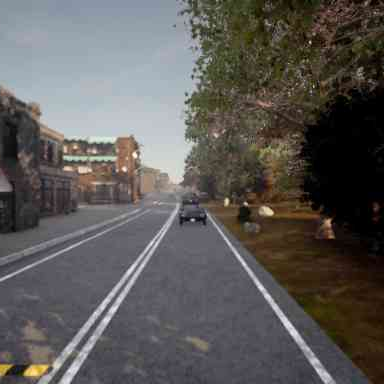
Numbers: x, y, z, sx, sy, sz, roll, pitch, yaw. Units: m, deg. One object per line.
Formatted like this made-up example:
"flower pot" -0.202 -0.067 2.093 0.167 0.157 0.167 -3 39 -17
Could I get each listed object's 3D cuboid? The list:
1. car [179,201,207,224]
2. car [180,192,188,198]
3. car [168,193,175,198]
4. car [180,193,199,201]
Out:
"car" 0.039 1.573 24.425 1.895 1.301 4.718 0 0 0
"car" -2.096 0.858 87.253 1.994 1.385 4.181 0 1 -3
"car" -5.466 0.982 89.451 1.994 1.385 4.181 0 1 -3
"car" -0.234 1.142 42.687 2.150 2.045 5.566 0 0 -1
